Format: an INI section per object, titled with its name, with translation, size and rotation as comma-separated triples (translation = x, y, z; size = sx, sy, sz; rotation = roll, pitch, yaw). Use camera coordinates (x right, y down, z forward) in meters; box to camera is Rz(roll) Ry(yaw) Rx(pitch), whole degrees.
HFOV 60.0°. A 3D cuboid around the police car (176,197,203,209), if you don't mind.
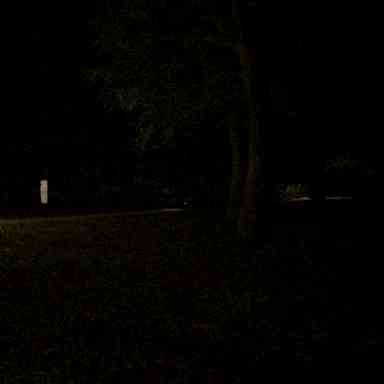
[police car]
translation = -0.389, 1.483, 47.779
size = 1.930, 1.638, 5.238
rotation = -3, -2, 35
